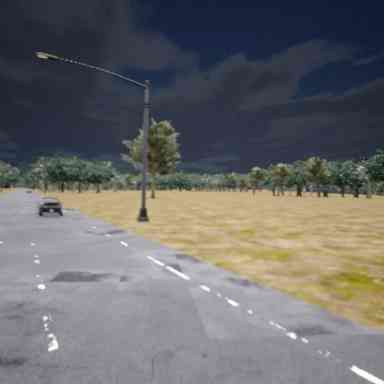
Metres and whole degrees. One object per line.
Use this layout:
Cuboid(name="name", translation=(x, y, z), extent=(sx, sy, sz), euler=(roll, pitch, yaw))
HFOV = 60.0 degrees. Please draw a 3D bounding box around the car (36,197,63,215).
Cuboid(name="car", translation=(-12.721, 1.257, 29.728), extent=(1.837, 1.490, 4.892), euler=(2, 0, -27))
